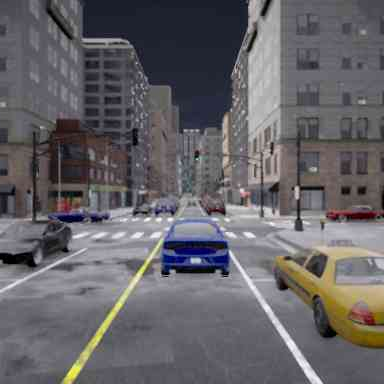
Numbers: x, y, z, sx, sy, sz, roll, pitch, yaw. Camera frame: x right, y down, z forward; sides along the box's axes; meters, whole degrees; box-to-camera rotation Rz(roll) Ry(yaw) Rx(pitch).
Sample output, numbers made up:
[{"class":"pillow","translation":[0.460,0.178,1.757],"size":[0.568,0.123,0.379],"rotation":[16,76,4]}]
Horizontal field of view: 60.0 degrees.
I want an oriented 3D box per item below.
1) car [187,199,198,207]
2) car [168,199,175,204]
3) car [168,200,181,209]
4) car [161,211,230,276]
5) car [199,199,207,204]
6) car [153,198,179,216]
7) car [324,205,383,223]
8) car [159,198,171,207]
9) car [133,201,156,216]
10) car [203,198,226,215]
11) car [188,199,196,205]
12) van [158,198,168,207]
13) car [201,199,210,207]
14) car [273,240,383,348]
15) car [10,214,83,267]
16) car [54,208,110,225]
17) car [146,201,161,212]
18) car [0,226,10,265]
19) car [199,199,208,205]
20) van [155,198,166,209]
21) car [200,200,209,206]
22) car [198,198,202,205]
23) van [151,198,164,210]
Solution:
[{"class":"car","translation":[-0.040,2.303,68.201],"size":[2.128,1.511,4.902],"rotation":[0,-1,0]},{"class":"car","translation":[-5.731,2.685,94.620],"size":[1.802,1.307,4.206],"rotation":[-1,-1,0]},{"class":"car","translation":[-3.071,2.255,59.934],"size":[2.033,1.411,5.357],"rotation":[0,-1,0]},{"class":"car","translation":[0.092,1.601,10.809],"size":[1.882,1.535,5.008],"rotation":[0,-1,0]},{"class":"car","translation":[2.809,2.591,89.040],"size":[2.008,1.369,4.403],"rotation":[-1,-1,0]},{"class":"car","translation":[-3.119,1.689,39.624],"size":[2.150,2.045,5.566],"rotation":[0,-1,0]},{"class":"car","translation":[13.344,1.754,27.021],"size":[4.718,1.301,1.895],"rotation":[-1,0,-1]},{"class":"car","translation":[-5.722,2.165,72.281],"size":[2.192,1.841,5.009],"rotation":[-1,-1,0]},{"class":"car","translation":[-5.699,2.023,38.766],"size":[1.947,1.339,4.313],"rotation":[-1,-1,0]},{"class":"car","translation":[2.823,1.773,38.773],"size":[2.192,1.841,5.009],"rotation":[-1,-1,0]},{"class":"car","translation":[-0.046,2.392,78.653],"size":[1.895,1.301,4.718],"rotation":[0,-1,0]},{"class":"van","translation":[-5.718,2.127,66.696],"size":[1.690,1.788,3.998],"rotation":[-1,-1,0]},{"class":"car","translation":[2.814,2.378,72.454],"size":[1.752,1.417,4.829],"rotation":[-1,-1,0]},{"class":"car","translation":[2.845,1.600,6.574],"size":[1.752,1.417,4.829],"rotation":[-1,-1,0]},{"class":"car","translation":[-5.683,1.701,11.894],"size":[1.947,1.339,4.313],"rotation":[-1,-1,0]},{"class":"car","translation":[-9.220,1.959,26.821],"size":[4.718,1.301,1.895],"rotation":[-1,0,13]},{"class":"car","translation":[-5.706,2.114,49.767],"size":[1.752,1.417,4.829],"rotation":[-1,-1,0]},{"class":"car","translation":[-5.681,1.513,6.399],"size":[1.967,1.590,4.097],"rotation":[-1,-1,0]},{"class":"car","translation":[2.811,2.543,83.454],"size":[1.947,1.339,4.313],"rotation":[-1,-1,0]},{"class":"van","translation":[-5.715,2.062,61.110],"size":[1.690,1.788,3.998],"rotation":[-1,-1,0]},{"class":"car","translation":[2.813,2.480,77.869],"size":[1.947,1.339,4.313],"rotation":[-1,-1,0]},{"class":"car","translation":[2.816,2.037,61.115],"size":[2.192,1.841,5.009],"rotation":[-1,-1,0]},{"class":"van","translation":[-5.712,1.997,55.524],"size":[1.690,1.788,3.998],"rotation":[-1,-1,0]}]
